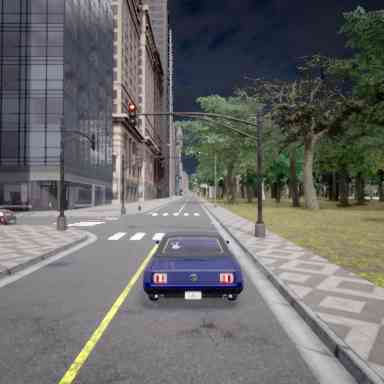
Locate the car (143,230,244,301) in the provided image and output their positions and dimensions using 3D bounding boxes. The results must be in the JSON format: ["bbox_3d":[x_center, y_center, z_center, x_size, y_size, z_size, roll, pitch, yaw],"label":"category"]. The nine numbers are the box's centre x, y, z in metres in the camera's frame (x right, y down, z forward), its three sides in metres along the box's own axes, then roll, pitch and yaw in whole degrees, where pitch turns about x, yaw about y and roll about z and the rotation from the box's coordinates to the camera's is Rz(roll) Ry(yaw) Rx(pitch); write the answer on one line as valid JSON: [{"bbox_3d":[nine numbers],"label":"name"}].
[{"bbox_3d":[0.014,1.607,8.311,1.895,1.301,4.718,0,0,0],"label":"car"}]

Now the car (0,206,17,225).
[{"bbox_3d":[-13.514,1.371,21.319,4.097,1.590,1.967,0,-2,-1],"label":"car"}]

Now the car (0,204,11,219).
[{"bbox_3d":[-18.967,1.725,29.837,4.313,1.339,1.947,0,-1,0],"label":"car"}]
